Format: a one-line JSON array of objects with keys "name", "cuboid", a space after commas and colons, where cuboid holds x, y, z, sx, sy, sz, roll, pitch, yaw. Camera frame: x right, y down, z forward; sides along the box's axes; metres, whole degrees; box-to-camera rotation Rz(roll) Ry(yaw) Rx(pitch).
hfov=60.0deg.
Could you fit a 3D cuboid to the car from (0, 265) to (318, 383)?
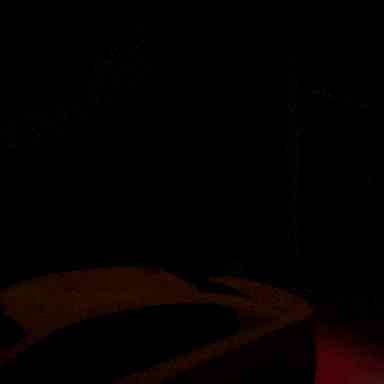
[{"name": "car", "cuboid": [-1.048, 1.476, 2.730, 5.008, 1.535, 1.882, 0, 0, -35]}]
